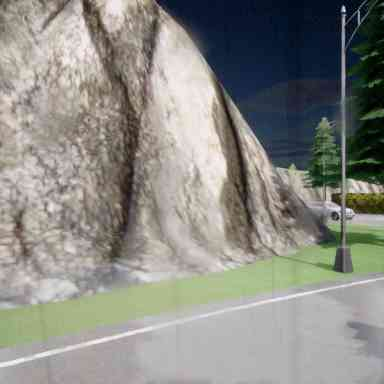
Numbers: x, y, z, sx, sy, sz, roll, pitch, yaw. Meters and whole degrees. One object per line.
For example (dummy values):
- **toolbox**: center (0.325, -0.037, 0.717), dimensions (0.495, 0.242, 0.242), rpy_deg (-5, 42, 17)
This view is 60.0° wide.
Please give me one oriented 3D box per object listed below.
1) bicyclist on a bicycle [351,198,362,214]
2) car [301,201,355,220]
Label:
- **bicyclist on a bicycle**: center (16.488, 1.453, 33.370), dimensions (1.656, 1.620, 0.582), rpy_deg (0, 0, -28)
- **car**: center (11.314, 1.526, 27.989), dimensions (1.812, 1.442, 4.674), rpy_deg (0, 0, -28)
